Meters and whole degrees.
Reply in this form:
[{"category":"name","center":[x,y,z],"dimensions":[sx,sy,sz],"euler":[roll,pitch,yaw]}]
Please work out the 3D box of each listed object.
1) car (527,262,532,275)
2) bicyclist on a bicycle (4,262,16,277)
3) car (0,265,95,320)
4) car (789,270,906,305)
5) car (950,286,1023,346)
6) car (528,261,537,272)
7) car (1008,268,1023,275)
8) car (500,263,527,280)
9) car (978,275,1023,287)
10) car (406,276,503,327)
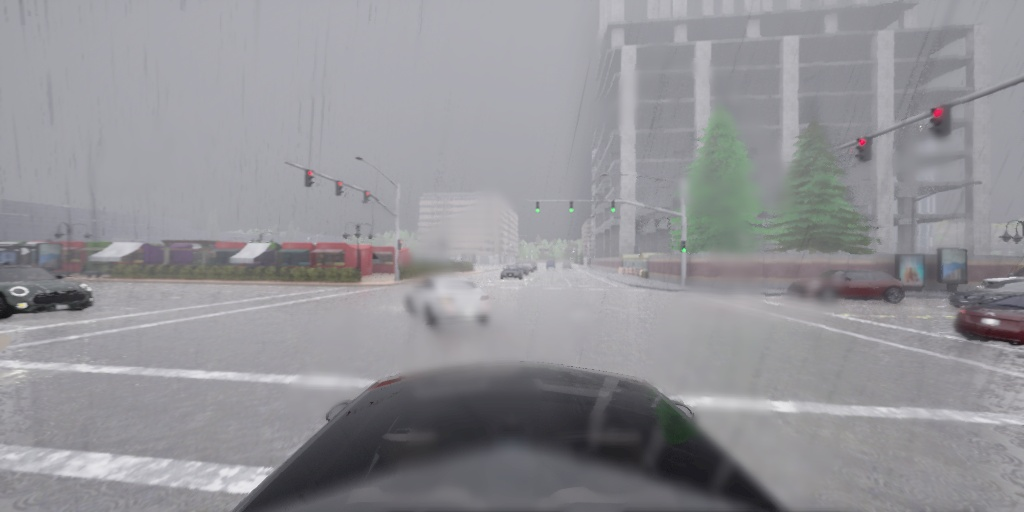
[{"category":"car","center":[1.086,1.756,44.532],"dimensions":[1.895,1.301,4.718],"euler":[1,-1,7]},{"category":"bicyclist on a bicycle","center":[-28.377,1.142,20.228],"dimensions":[1.656,1.620,0.582],"euler":[0,-1,45]},{"category":"car","center":[-17.091,1.081,12.195],"dimensions":[4.553,1.767,2.097],"euler":[1,-1,8]},{"category":"car","center":[17.330,1.490,18.781],"dimensions":[4.553,1.767,2.097],"euler":[1,-1,7]},{"category":"car","center":[13.519,1.570,8.474],"dimensions":[4.181,1.385,1.994],"euler":[1,-1,5]},{"category":"car","center":[2.301,1.786,54.574],"dimensions":[1.812,1.442,4.674],"euler":[1,-1,7]},{"category":"car","center":[26.845,1.445,17.615],"dimensions":[5.566,2.045,2.150],"euler":[1,-1,7]},{"category":"car","center":[0.063,1.628,35.727],"dimensions":[1.994,1.385,4.181],"euler":[1,-1,7]},{"category":"car","center":[21.265,1.666,14.748],"dimensions":[4.674,1.442,1.812],"euler":[1,-1,6]},{"category":"car","center":[-2.218,1.388,12.042],"dimensions":[1.812,1.442,4.674],"euler":[1,-1,-27]}]
